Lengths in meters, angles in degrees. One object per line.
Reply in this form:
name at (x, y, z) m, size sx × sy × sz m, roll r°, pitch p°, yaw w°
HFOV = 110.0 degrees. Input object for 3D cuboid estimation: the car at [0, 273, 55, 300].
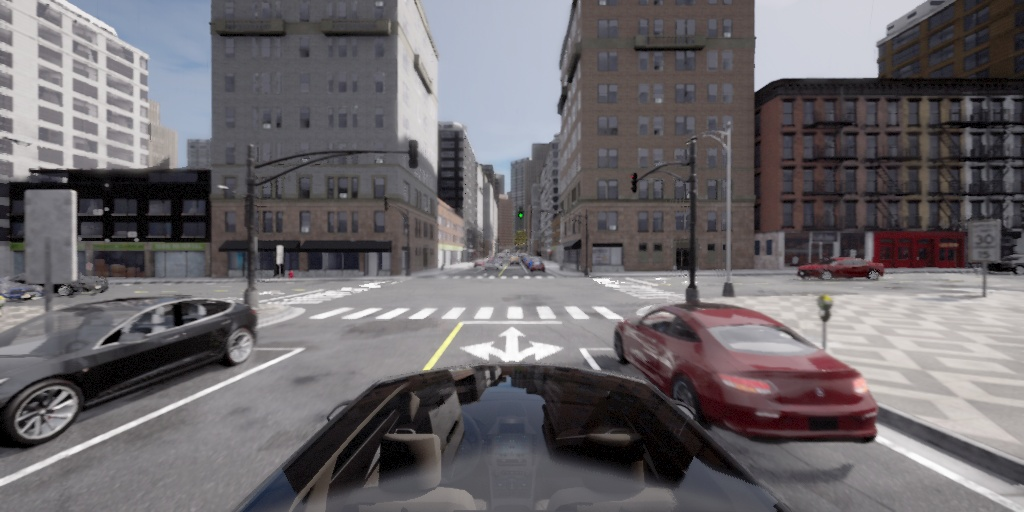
car at (-27.007, 1.664, 17.948) m, size 5.357 × 1.411 × 2.033 m, roll -1°, pitch 0°, yaw 0°

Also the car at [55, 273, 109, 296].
car at (-26.919, 1.578, 21.188) m, size 5.008 × 1.535 × 1.882 m, roll -1°, pitch 0°, yaw 1°

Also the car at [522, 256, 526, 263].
car at (3.239, 1.195, 64.670) m, size 1.802 × 1.307 × 4.207 m, roll 0°, pitch 0°, yaw 1°

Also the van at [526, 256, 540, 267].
van at (3.093, 1.015, 48.011) m, size 1.690 × 1.789 × 3.998 m, roll 0°, pitch 0°, yaw 1°

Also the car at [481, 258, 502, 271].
car at (-2.734, 1.273, 48.480) m, size 1.895 × 1.301 × 4.718 m, roll 0°, pitch 0°, yaw 1°

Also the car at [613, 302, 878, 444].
car at (2.763, 1.332, 5.248) m, size 1.802 × 1.307 × 4.207 m, roll 0°, pitch 0°, yaw 0°

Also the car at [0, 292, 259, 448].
car at (-5.762, 1.316, 5.251) m, size 1.948 × 1.339 × 4.313 m, roll 0°, pitch 0°, yaw 0°

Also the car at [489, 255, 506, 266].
car at (-2.554, 1.109, 64.253) m, size 2.128 × 1.511 × 4.902 m, roll 0°, pitch 0°, yaw 1°

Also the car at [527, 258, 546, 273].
car at (3.044, 1.271, 42.459) m, size 1.802 × 1.307 × 4.207 m, roll 0°, pitch 0°, yaw 1°

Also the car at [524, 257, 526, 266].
car at (3.142, 1.204, 53.561) m, size 1.888 × 1.381 × 4.507 m, roll 0°, pitch 0°, yaw 1°

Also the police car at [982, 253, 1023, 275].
police car at (39.274, 0.586, 27.548) m, size 5.238 × 1.638 × 1.930 m, roll -1°, pitch 0°, yaw 0°

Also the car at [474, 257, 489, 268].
car at (-5.334, 1.221, 59.196) m, size 1.802 × 1.307 × 4.207 m, roll 0°, pitch 0°, yaw 1°

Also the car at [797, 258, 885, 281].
car at (22.293, 0.886, 24.460) m, size 5.008 × 1.535 × 1.882 m, roll -1°, pitch 0°, yaw 0°
